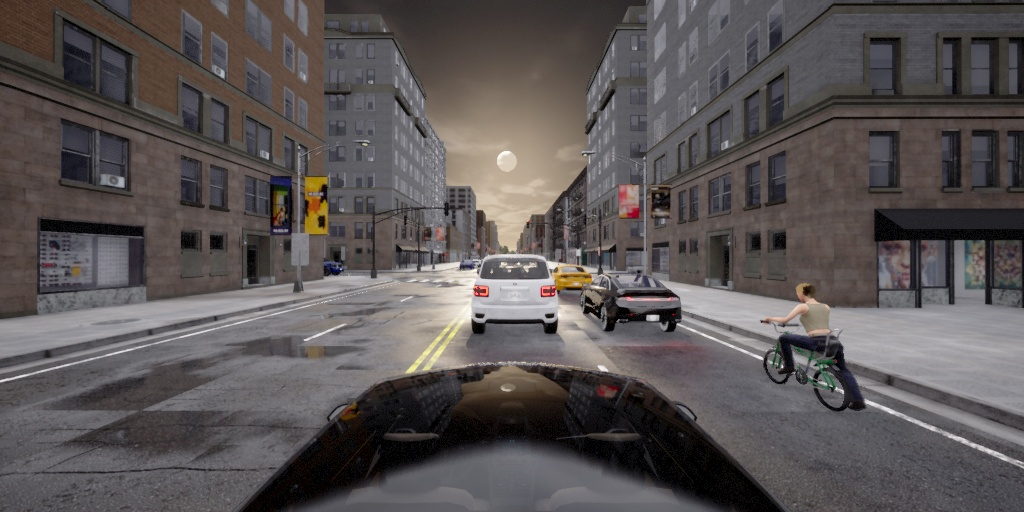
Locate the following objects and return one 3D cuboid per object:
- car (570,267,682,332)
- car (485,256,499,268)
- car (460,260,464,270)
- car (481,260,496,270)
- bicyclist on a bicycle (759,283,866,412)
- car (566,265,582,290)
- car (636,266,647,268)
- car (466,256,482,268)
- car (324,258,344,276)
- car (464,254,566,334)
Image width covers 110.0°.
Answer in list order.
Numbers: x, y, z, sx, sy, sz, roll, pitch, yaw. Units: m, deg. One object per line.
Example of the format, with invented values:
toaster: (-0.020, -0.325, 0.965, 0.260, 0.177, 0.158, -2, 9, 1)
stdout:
car: (3.319, 1.243, 10.855, 2.128, 1.511, 4.902, 0, 0, 0)
car: (-3.474, 0.994, 62.454, 2.150, 2.045, 5.566, 0, 0, 0)
car: (-6.724, 1.248, 54.121, 1.882, 1.535, 5.008, 0, 0, 0)
car: (-3.465, 1.334, 53.113, 1.994, 1.385, 4.181, 0, 0, 0)
bicyclist on a bicycle: (4.127, 1.187, 5.122, 0.866, 1.612, 1.509, 0, 0, 0)
car: (3.203, 1.232, 20.344, 1.882, 1.535, 5.008, 0, 0, 0)
car: (14.959, 1.412, 38.747, 4.718, 1.301, 1.895, 0, 0, 1)
car: (-6.716, 0.995, 64.066, 2.150, 2.045, 5.566, 0, 0, 0)
car: (-19.815, 0.958, 35.857, 5.566, 2.045, 2.150, 0, 0, 2)
car: (0.075, 0.973, 10.782, 2.150, 2.045, 5.566, 0, 0, 0)
